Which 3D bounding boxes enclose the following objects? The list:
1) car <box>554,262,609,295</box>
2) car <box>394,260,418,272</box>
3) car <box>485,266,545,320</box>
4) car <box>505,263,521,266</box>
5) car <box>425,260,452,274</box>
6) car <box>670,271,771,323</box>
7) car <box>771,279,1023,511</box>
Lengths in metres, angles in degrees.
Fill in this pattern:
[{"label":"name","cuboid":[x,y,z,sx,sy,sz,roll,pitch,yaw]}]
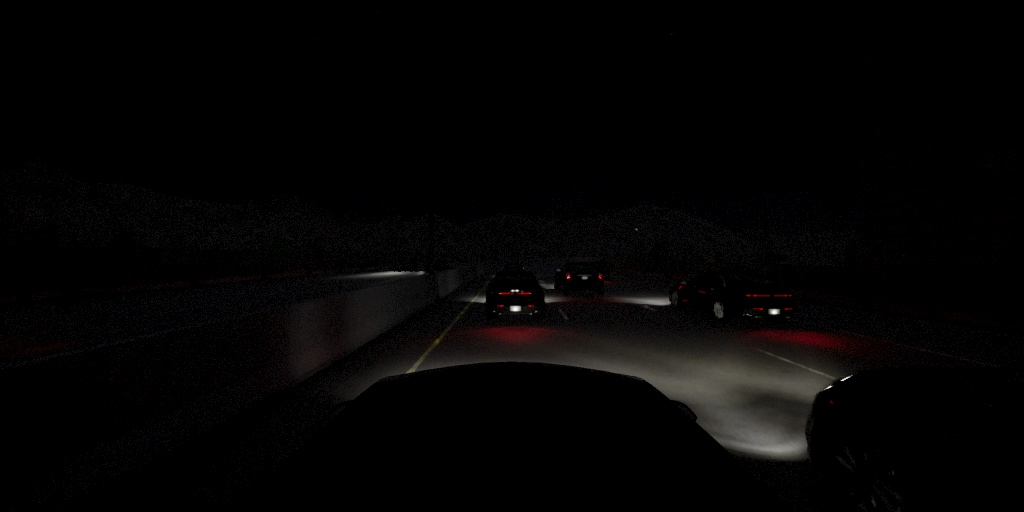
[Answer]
[{"label":"car","cuboid":[3.603,1.103,19.847,2.097,1.767,4.553,0,0,0]},{"label":"car","cuboid":[-13.795,1.244,46.916,2.128,1.511,4.902,0,0,3]},{"label":"car","cuboid":[0.102,1.255,12.684,1.837,1.490,4.892,0,0,0]},{"label":"car","cuboid":[0.105,1.299,30.847,2.033,1.411,5.357,0,0,0]},{"label":"car","cuboid":[-7.059,1.315,34.838,1.994,1.385,4.181,0,0,0]},{"label":"car","cuboid":[7.103,1.256,12.127,1.837,1.490,4.892,0,0,0]},{"label":"car","cuboid":[3.600,1.102,1.219,2.097,1.767,4.553,0,0,0]}]
